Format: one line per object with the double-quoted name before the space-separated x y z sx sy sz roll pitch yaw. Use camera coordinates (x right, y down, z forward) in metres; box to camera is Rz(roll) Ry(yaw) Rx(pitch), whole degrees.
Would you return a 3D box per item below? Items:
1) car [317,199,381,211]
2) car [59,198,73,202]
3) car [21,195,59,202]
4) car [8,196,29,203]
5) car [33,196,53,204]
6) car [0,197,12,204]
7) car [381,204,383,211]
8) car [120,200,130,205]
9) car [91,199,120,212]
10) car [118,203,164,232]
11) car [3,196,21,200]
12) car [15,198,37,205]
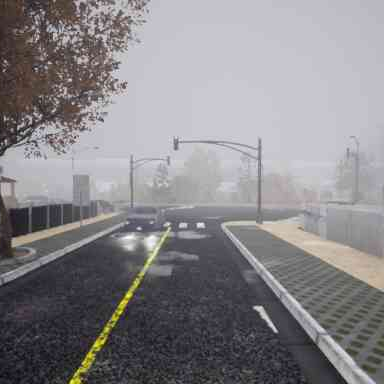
"car" 13.088 1.387 28.682 5.008 1.535 1.882 -1 2 36
"car" -21.092 1.699 53.529 4.902 1.511 2.128 0 2 36
"car" -23.460 1.544 51.218 5.566 2.045 2.150 -1 2 36
"car" -38.968 1.608 74.651 4.902 1.511 2.128 -1 2 36
"car" -30.863 1.656 68.768 4.181 1.385 1.994 -1 2 36
"car" -41.085 1.855 72.180 4.181 1.385 1.994 -1 2 36
"car" 18.506 1.289 29.017 4.674 1.442 1.812 0 2 37
"car" -9.302 1.706 44.952 4.718 1.301 1.895 0 2 36
"car" -12.005 1.727 42.897 4.892 1.490 1.837 -1 2 35
"car" -2.779 1.541 20.321 2.033 1.411 5.357 0 0 1
"car" -33.204 1.839 62.439 4.902 1.511 2.128 -1 2 36
"car" -33.054 1.819 66.347 4.718 1.301 1.895 -1 2 36
